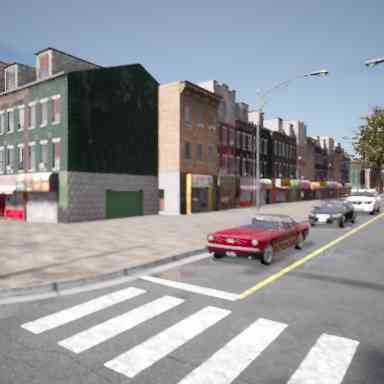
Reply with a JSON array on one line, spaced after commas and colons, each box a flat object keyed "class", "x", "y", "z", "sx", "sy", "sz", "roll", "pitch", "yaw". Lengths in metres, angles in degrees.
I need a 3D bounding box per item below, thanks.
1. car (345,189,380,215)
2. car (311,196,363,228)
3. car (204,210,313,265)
[{"class": "car", "x": 14.515, "y": 0.795, "z": 28.293, "sx": 2.150, "sy": 2.045, "sz": 5.566, "roll": 0, "pitch": 1, "yaw": 36}, {"class": "car", "x": 8.359, "y": 1.197, "z": 19.695, "sx": 2.128, "sy": 1.511, "sz": 4.902, "roll": 0, "pitch": 1, "yaw": 36}, {"class": "car", "x": 2.379, "y": 1.445, "z": 11.341, "sx": 1.895, "sy": 1.301, "sz": 4.718, "roll": 0, "pitch": 1, "yaw": 35}]
